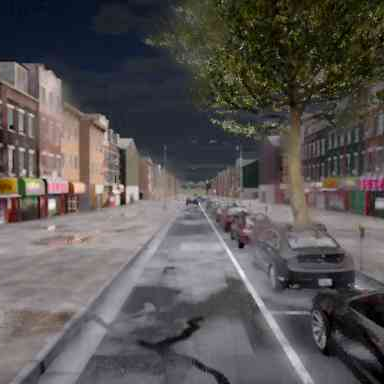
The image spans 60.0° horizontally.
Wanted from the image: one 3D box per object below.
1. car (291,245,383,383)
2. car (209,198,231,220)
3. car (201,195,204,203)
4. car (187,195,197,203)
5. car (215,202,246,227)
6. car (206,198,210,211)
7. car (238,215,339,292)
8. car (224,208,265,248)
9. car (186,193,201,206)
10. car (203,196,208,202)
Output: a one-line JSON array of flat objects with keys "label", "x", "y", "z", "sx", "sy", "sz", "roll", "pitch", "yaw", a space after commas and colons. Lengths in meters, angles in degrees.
[{"label": "car", "x": 2.623, "y": 1.562, "z": 3.199, "sx": 1.947, "sy": 1.339, "sz": 4.313, "roll": -1, "pitch": 0, "yaw": 0}, {"label": "car", "x": 2.617, "y": 1.423, "z": 25.382, "sx": 1.967, "sy": 1.590, "sz": 4.097, "roll": -1, "pitch": 0, "yaw": 0}, {"label": "car", "x": 2.615, "y": 1.557, "z": 69.747, "sx": 2.008, "sy": 1.369, "sz": 4.403, "roll": -1, "pitch": 0, "yaw": 0}, {"label": "car", "x": -0.006, "y": 1.477, "z": 67.845, "sx": 1.882, "sy": 1.535, "sz": 5.008, "roll": 0, "pitch": 0, "yaw": 0}, {"label": "car", "x": 2.620, "y": 1.529, "z": 19.836, "sx": 1.887, "sy": 1.381, "sz": 4.507, "roll": -1, "pitch": 0, "yaw": 0}, {"label": "car", "x": 2.619, "y": 1.534, "z": 30.927, "sx": 2.008, "sy": 1.369, "sz": 4.403, "roll": -1, "pitch": 0, "yaw": 0}, {"label": "car", "x": 2.622, "y": 1.542, "z": 8.745, "sx": 2.008, "sy": 1.369, "sz": 4.403, "roll": -1, "pitch": 0, "yaw": 0}, {"label": "car", "x": 2.622, "y": 1.569, "z": 14.290, "sx": 1.802, "sy": 1.307, "sz": 4.206, "roll": -1, "pitch": 0, "yaw": 0}, {"label": "car", "x": 0.017, "y": 1.347, "z": 56.660, "sx": 2.097, "sy": 1.767, "sz": 4.553, "roll": 0, "pitch": 0, "yaw": 0}, {"label": "car", "x": 2.745, "y": 1.464, "z": 40.935, "sx": 1.882, "sy": 1.535, "sz": 5.008, "roll": 0, "pitch": 0, "yaw": 0}]
